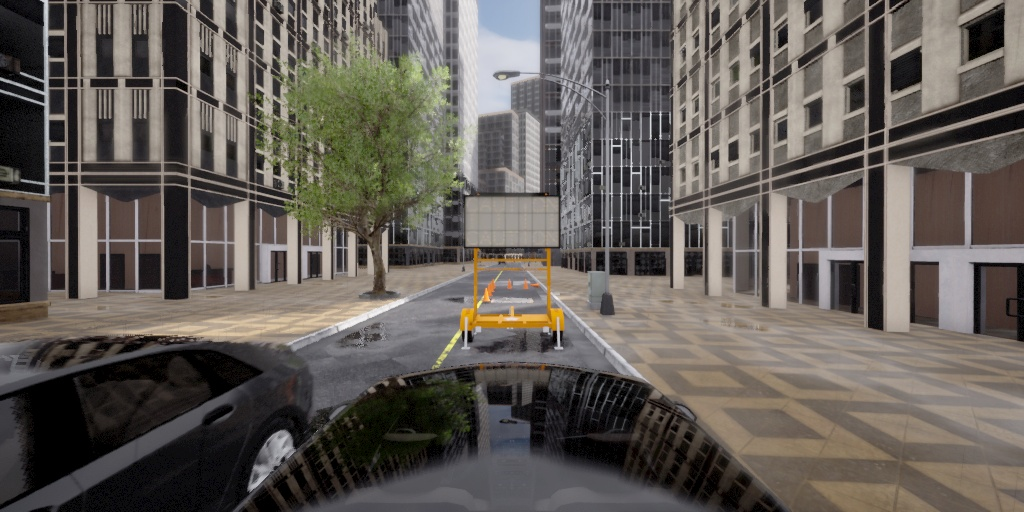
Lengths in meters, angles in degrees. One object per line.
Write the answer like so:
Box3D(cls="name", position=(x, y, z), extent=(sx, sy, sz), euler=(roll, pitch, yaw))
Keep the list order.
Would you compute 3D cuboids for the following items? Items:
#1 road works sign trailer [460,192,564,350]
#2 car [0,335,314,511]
Box3D(cls="road works sign trailer", position=(0.006, 0.214, 9.066), extent=(2.380, 3.560, 2.880), euler=(0, 0, 0))
Box3D(cls="car", position=(-2.749, 1.255, 1.390), extent=(1.837, 1.490, 4.892), euler=(0, 0, 0))
